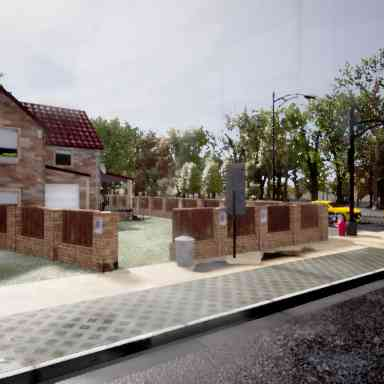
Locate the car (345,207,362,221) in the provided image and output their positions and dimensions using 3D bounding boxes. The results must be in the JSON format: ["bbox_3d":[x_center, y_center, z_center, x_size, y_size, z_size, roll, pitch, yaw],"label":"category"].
[{"bbox_3d":[10.309,1.423,25.451,1.882,1.535,5.008,0,0,-35],"label":"car"}]

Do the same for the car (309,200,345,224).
[{"bbox_3d":[7.818,1.468,23.343,1.812,1.442,4.674,0,0,-35],"label":"car"}]

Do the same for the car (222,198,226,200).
[{"bbox_3d":[4.269,1.396,33.935,2.128,1.511,4.902,0,0,-35],"label":"car"}]
